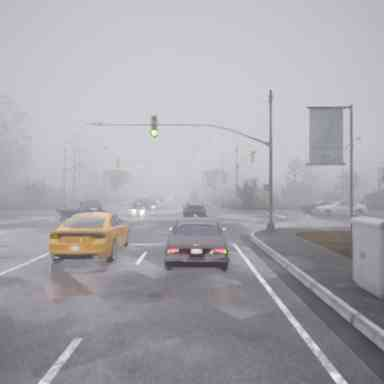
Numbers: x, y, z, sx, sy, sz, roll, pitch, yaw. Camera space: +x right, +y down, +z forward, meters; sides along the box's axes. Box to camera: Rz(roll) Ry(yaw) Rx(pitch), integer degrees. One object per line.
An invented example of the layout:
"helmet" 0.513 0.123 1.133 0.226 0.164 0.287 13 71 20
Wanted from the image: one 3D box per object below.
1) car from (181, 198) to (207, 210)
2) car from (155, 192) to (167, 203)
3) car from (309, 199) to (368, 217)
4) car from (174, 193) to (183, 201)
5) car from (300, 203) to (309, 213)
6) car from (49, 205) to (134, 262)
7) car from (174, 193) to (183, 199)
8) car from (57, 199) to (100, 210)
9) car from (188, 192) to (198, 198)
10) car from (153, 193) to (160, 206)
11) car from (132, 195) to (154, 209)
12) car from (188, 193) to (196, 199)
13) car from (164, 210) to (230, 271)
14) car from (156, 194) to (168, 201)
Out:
"car" 0.211 1.473 27.439 1.837 1.490 4.892 0 0 0
"car" -6.724 1.080 64.926 2.150 2.045 5.566 0 1 0
"car" 13.511 1.490 30.318 4.674 1.442 1.812 0 0 -3
"car" -3.187 1.185 76.715 1.837 1.490 4.892 0 1 0
"car" 13.599 1.437 33.829 5.008 1.535 1.882 0 0 -3
"car" -3.479 1.468 12.084 1.882 1.535 5.008 0 0 -2
"car" -3.525 0.913 86.842 1.812 1.442 4.674 0 1 -8
"car" -8.429 1.324 24.988 2.097 1.767 4.553 0 0 -44
"car" 0.315 0.918 76.738 2.150 2.045 5.566 0 1 0
"car" -6.808 1.430 54.855 1.837 1.490 4.892 0 0 1
"car" -6.895 1.435 45.460 2.128 1.511 4.902 0 0 0
"car" -0.034 1.072 87.101 1.895 1.301 4.718 0 1 -4
"car" 0.188 1.539 10.902 2.033 1.411 5.357 0 0 2
"car" -6.687 1.245 75.070 2.128 1.511 4.902 0 1 0
